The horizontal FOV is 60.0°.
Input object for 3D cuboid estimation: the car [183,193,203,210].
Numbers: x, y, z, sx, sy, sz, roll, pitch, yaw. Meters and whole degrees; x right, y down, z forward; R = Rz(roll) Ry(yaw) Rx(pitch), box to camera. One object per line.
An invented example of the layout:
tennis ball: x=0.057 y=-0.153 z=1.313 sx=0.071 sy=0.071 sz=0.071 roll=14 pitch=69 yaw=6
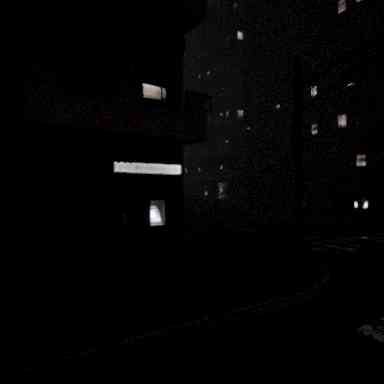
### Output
car: x=0.442 y=1.187 z=38.446 sx=1.967 sy=1.590 sz=4.097 roll=0 pitch=0 yaw=-27

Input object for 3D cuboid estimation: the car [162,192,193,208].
car: x=-1.985 y=1.009 z=43.167 sx=2.192 sy=1.841 sz=5.009 roll=0 pitch=0 yaw=-27

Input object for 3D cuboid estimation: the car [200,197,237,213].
car: x=2.916 y=1.381 z=33.761 sx=1.802 sy=1.307 sz=4.206 roll=0 pitch=0 yaw=-28
